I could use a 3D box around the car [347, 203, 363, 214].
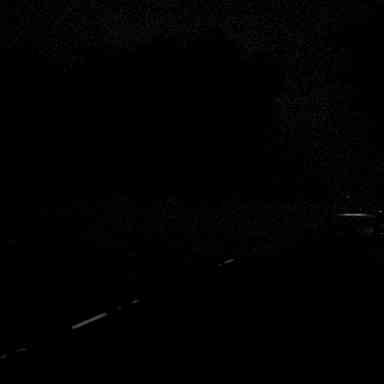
[{"bbox_3d":[23.115,2.326,47.033,2.033,1.411,5.357,-1,-2,29],"label":"car"}]

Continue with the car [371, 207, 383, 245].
[{"bbox_3d":[9.945,1.690,16.244,2.128,1.511,4.902,-1,-1,30],"label":"car"}]

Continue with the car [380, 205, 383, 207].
[{"bbox_3d":[19.718,2.001,33.560,1.812,1.442,4.674,-1,-2,29],"label":"car"}]
